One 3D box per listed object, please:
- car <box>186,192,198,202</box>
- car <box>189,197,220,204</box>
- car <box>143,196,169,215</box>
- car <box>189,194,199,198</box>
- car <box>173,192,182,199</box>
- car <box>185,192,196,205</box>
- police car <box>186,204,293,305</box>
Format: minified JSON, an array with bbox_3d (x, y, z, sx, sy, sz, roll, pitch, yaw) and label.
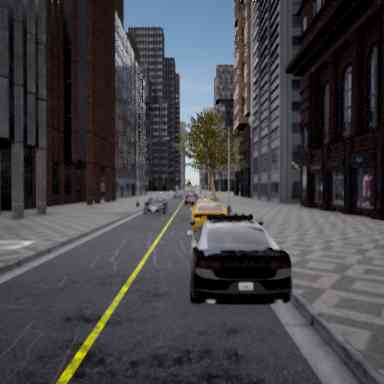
[{"bbox_3d":[-0.008,0.812,58.550,1.882,1.535,5.008,0,1,0],"label":"car"},{"bbox_3d":[0.897,1.273,18.000,1.882,1.535,5.008,0,1,0],"label":"car"},{"bbox_3d":[-3.102,1.159,29.186,2.128,1.511,4.902,0,1,0],"label":"car"},{"bbox_3d":[0.897,1.180,24.190,1.801,1.575,5.366,0,1,0],"label":"car"},{"bbox_3d":[-3.009,0.705,69.562,1.837,1.490,4.892,0,1,0],"label":"car"},{"bbox_3d":[0.013,1.041,45.945,1.994,1.385,4.181,0,1,1],"label":"car"},{"bbox_3d":[0.899,1.332,8.110,1.930,1.638,5.238,0,1,0],"label":"police car"}]
